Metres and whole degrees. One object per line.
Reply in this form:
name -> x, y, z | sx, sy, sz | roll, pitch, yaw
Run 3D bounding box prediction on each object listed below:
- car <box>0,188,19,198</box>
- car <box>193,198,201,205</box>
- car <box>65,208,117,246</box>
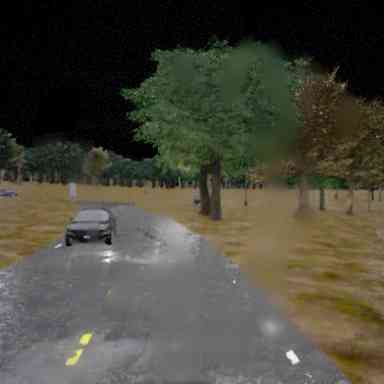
car -> -31.064, 0.083, 53.886 | 5.357, 1.411, 2.033 | 3, -2, -20
car -> 2.692, 1.845, 66.242 | 4.892, 1.490, 1.837 | 3, -2, -20
car -> -4.550, 1.495, 15.569 | 1.882, 1.535, 5.008 | 1, 0, -10
